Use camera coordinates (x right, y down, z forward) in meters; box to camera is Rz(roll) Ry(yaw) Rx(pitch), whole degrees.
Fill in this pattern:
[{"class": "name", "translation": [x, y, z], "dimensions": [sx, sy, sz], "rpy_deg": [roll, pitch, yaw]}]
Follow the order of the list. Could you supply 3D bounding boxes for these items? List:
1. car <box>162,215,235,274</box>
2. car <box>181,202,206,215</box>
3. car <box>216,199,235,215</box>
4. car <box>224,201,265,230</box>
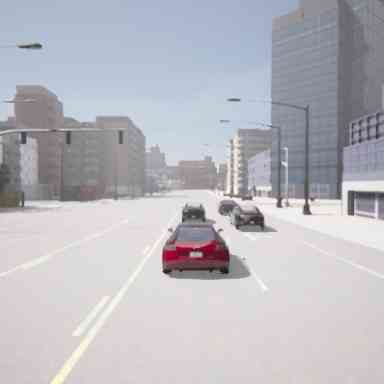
[{"class": "car", "translation": [0.110, 1.684, 11.069], "dimensions": [1.994, 1.385, 4.181], "rpy_deg": [0, 0, 0]}, {"class": "car", "translation": [0.123, 1.574, 26.693], "dimensions": [2.128, 1.511, 4.902], "rpy_deg": [0, 1, 0]}, {"class": "car", "translation": [3.634, 1.500, 34.190], "dimensions": [1.837, 1.490, 4.892], "rpy_deg": [0, 1, 0]}, {"class": "car", "translation": [3.623, 1.626, 22.412], "dimensions": [2.128, 1.511, 4.902], "rpy_deg": [0, 0, 0]}]
